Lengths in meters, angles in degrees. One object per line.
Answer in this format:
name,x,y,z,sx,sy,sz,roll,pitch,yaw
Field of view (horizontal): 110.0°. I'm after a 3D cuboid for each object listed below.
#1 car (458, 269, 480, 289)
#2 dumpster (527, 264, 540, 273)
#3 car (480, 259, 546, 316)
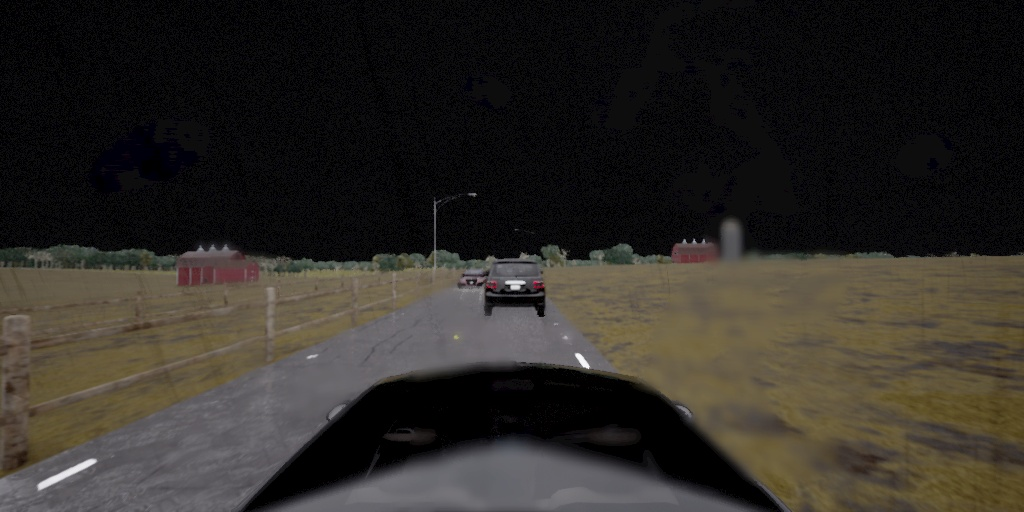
car,-2.795,1.666,26.703,1.994,1.385,4.181,0,-1,0
dumpster,3.244,2.021,53.963,1.020,1.700,1.940,0,0,0
car,0.116,1.142,14.458,2.150,2.045,5.566,0,-1,0
